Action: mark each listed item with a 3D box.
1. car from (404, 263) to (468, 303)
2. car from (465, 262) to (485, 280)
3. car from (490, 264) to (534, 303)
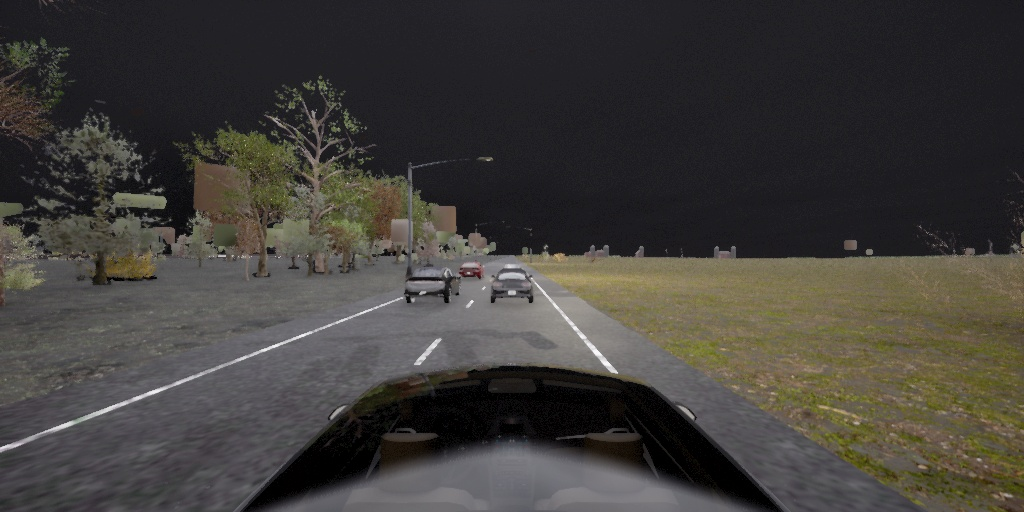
[{"bbox_3d":[-3.500,1.248,16.501,2.128,1.511,4.902,0,0,0],"label":"car"},{"bbox_3d":[-3.499,1.243,31.502,1.882,1.535,5.008,0,0,0],"label":"car"},{"bbox_3d":[0.000,1.286,16.501,1.812,1.442,4.674,0,0,0],"label":"car"}]
